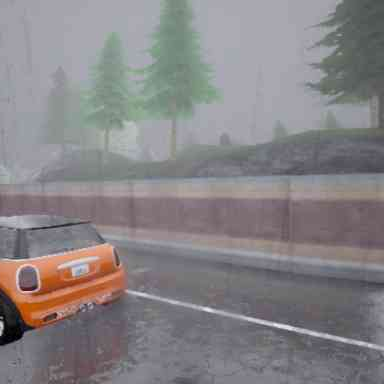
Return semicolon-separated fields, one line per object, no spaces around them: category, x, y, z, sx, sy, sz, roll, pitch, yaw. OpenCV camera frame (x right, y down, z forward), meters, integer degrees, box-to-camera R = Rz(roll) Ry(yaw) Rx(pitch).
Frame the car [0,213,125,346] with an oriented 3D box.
car;-3.457;1.229;6.380;4.553;1.767;2.097;0;2;36
